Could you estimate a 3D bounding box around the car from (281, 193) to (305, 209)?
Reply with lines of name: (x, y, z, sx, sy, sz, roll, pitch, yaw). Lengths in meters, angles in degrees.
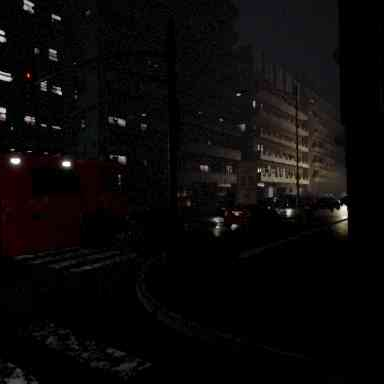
car: (11.542, 1.056, 40.357, 2.097, 1.767, 4.553, -1, 0, 36)

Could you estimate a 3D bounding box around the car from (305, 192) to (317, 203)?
car: (20.001, 0.931, 56.417, 2.192, 1.841, 5.009, -1, 0, 36)

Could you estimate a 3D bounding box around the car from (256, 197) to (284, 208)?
car: (10.007, 1.311, 42.676, 1.947, 1.339, 4.313, -1, 0, 36)

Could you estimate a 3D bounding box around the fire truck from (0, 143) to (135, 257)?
fire truck: (-6.078, 0.332, 10.877, 2.891, 3.827, 8.468, 0, 0, 36)

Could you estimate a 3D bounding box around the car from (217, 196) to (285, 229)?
car: (3.541, 1.201, 19.362, 1.967, 1.590, 4.097, -1, 0, 36)

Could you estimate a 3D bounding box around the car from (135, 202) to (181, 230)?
car: (-3.063, 1.389, 20.326, 2.128, 1.511, 4.902, -1, 0, 36)

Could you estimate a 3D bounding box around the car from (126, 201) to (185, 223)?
car: (-2.677, 1.458, 25.400, 1.887, 1.381, 4.507, -1, 0, 36)

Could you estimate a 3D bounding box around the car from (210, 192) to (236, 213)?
car: (4.263, 1.018, 30.404, 2.150, 2.045, 5.566, -1, 0, 36)

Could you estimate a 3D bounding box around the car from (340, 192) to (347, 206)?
car: (20.113, 1.087, 42.326, 1.887, 1.381, 4.507, -1, 0, 36)

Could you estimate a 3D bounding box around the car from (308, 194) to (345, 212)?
car: (13.449, 1.196, 33.166, 1.947, 1.339, 4.313, -1, 0, 36)

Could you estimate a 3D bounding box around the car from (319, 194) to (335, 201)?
car: (26.670, 1.084, 65.577, 2.008, 1.369, 4.403, -1, 0, 36)
